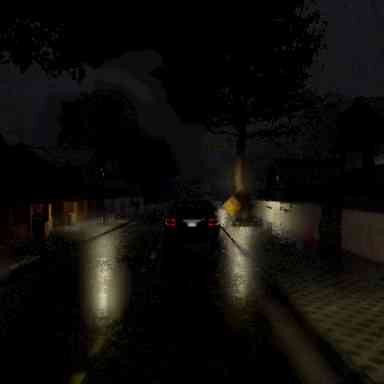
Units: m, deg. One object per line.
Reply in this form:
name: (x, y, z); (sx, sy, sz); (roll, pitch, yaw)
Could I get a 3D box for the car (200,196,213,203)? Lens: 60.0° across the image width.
car: (3.435, 1.792, 77.602); (1.882, 1.535, 5.008); (0, -1, 15)

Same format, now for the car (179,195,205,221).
car: (0.000, 1.318, 29.694); (2.150, 2.045, 5.566); (0, 0, 0)

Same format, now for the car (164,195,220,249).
car: (0.000, 1.275, 14.689); (2.150, 2.045, 5.566); (0, 0, 0)

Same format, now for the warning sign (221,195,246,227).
warning sign: (2.494, 1.143, 20.129); (1.300, 1.860, 1.060); (-1, -2, 0)
